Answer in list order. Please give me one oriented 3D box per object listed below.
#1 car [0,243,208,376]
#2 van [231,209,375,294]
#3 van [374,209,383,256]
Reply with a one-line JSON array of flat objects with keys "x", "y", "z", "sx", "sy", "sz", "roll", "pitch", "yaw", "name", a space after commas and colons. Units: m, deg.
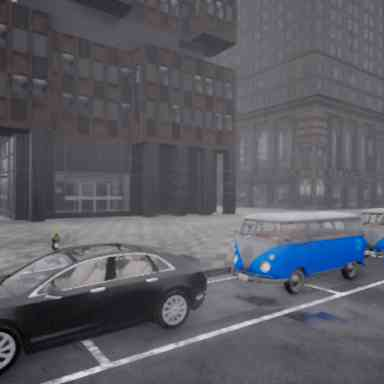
[{"x": -1.757, "y": 1.567, "z": 5.396, "sx": 4.403, "sy": 1.369, "sz": 2.008, "roll": 1, "pitch": 0, "yaw": -35, "name": "car"}, {"x": 2.867, "y": 1.415, "z": 8.694, "sx": 3.998, "sy": 1.788, "sz": 1.690, "roll": 1, "pitch": 0, "yaw": -35, "name": "van"}, {"x": 7.488, "y": 1.472, "z": 11.990, "sx": 3.998, "sy": 1.788, "sz": 1.690, "roll": 1, "pitch": 0, "yaw": -35, "name": "van"}]
